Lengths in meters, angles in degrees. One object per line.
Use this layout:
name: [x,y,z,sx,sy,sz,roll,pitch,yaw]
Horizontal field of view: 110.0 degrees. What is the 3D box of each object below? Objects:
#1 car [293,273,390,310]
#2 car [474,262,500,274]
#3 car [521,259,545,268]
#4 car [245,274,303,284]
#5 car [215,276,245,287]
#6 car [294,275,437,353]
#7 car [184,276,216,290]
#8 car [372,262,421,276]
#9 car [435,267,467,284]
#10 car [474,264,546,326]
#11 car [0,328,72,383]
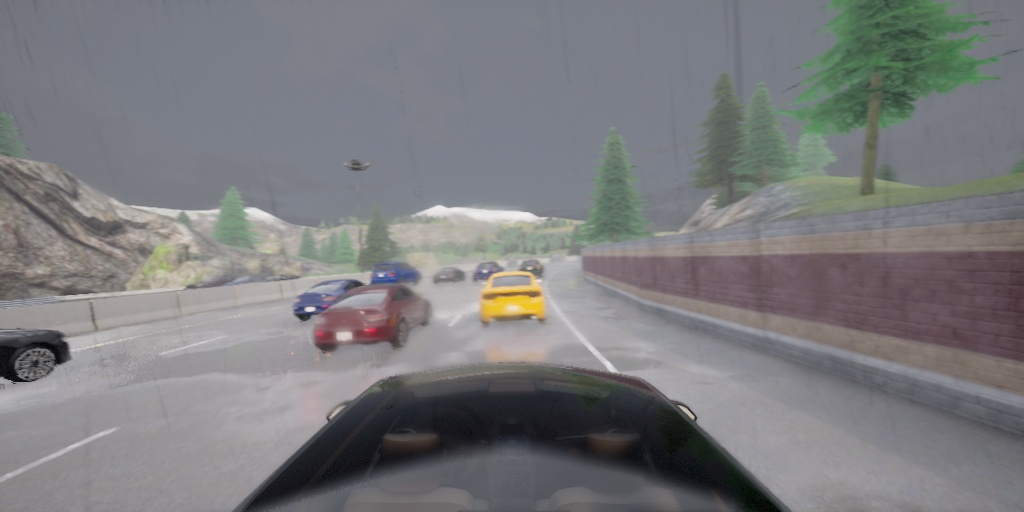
car: [-6.895,1.668,14.617,1.812,1.442,4.674,-3,0,1]
car: [-1.881,1.282,31.255,2.097,1.767,4.553,-3,0,8]
car: [1.798,1.095,32.129,2.097,1.767,4.553,-3,0,9]
car: [-22.717,2.546,35.065,2.128,1.511,4.902,-3,0,9]
car: [-26.168,2.751,35.611,1.812,1.442,4.674,-3,0,9]
car: [-3.467,1.476,9.622,1.812,1.442,4.674,-3,0,-1]
car: [-29.631,2.723,36.158,2.033,1.411,5.357,-3,0,9]
car: [-9.294,1.528,29.062,2.150,2.045,5.566,-3,0,7]
car: [-5.373,1.675,31.440,1.994,1.385,4.181,-3,0,9]
car: [0.033,1.254,12.031,1.882,1.535,5.008,-3,0,0]
car: [-10.350,1.786,5.639,2.128,1.511,4.902,-3,0,-2]
